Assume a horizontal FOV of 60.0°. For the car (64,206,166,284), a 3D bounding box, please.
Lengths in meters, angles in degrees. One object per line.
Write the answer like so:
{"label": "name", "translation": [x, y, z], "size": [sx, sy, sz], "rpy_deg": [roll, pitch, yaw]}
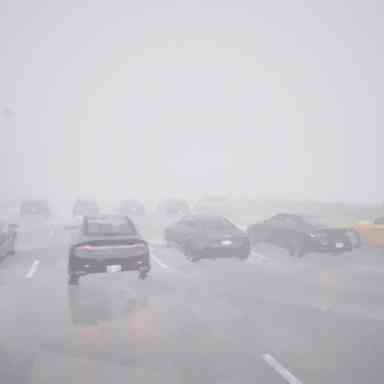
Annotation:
{"label": "car", "translation": [-2.473, 1.375, 9.354], "size": [2.128, 1.511, 4.902], "rpy_deg": [1, 1, -20]}

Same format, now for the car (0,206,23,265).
{"label": "car", "translation": [-6.135, 1.344, 9.205], "size": [1.837, 1.490, 4.892], "rpy_deg": [1, 1, -20]}

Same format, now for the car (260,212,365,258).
{"label": "car", "translation": [3.812, 1.459, 12.527], "size": [1.812, 1.442, 4.674], "rpy_deg": [1, 1, -20]}

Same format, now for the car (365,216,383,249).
{"label": "car", "translation": [7.744, 1.466, 11.955], "size": [1.882, 1.535, 5.008], "rpy_deg": [1, 1, -20]}

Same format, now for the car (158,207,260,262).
{"label": "car", "translation": [0.363, 1.461, 11.825], "size": [1.994, 1.385, 4.181], "rpy_deg": [1, 1, -20]}

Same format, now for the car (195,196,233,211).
{"label": "car", "translation": [1.741, 1.108, 28.884], "size": [2.097, 1.767, 4.553], "rpy_deg": [1, 1, -20]}

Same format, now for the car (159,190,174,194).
{"label": "car", "translation": [-5.969, 0.426, 77.014], "size": [3.866, 1.878, 1.905], "rpy_deg": [1, 1, -20]}

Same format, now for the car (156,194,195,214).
{"label": "car", "translation": [-1.675, 1.226, 28.042], "size": [1.837, 1.490, 4.892], "rpy_deg": [1, 1, -20]}

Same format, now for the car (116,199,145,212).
{"label": "car", "translation": [-5.113, 1.249, 27.267], "size": [1.994, 1.385, 4.181], "rpy_deg": [1, 1, -20]}

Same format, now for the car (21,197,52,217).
{"label": "car", "translation": [-12.081, 1.086, 25.974], "size": [1.882, 1.535, 5.008], "rpy_deg": [1, 1, -20]}

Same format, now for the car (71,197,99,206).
{"label": "car", "translation": [-8.245, 1.152, 25.633], "size": [2.128, 1.511, 4.902], "rpy_deg": [1, 1, -20]}
